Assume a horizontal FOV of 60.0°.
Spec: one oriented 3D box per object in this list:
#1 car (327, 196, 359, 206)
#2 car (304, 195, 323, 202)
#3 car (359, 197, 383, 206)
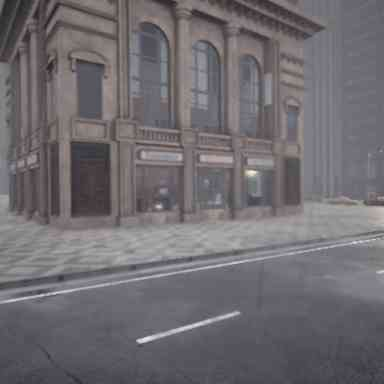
[{"bbox_3d":[23.110,1.331,50.734,1.752,1.417,4.829,0,1,-36],"label":"car"},{"bbox_3d":[23.338,1.172,64.982,1.947,1.339,4.313,0,1,-36],"label":"car"},{"bbox_3d":[26.304,1.394,46.312,1.887,1.381,4.507,0,1,-36],"label":"car"}]
